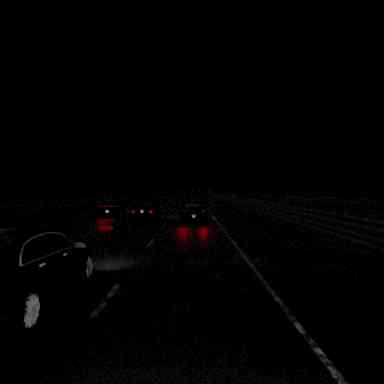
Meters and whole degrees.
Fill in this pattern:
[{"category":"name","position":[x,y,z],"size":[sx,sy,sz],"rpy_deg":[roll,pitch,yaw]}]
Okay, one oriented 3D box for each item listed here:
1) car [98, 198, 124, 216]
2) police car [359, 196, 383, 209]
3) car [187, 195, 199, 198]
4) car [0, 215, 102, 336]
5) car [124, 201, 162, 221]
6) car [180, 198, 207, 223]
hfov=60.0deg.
[{"category":"car","position":[-6.889,1.312,29.459],"size":[1.837,1.490,4.892],"rpy_deg":[0,0,0]},{"category":"police car","position":[23.710,1.329,42.719],"size":[1.930,1.638,5.238],"rpy_deg":[0,0,-21]},{"category":"car","position":[0.117,1.096,40.657],"size":[2.097,1.767,4.553],"rpy_deg":[0,0,0]},{"category":"car","position":[-3.398,1.457,6.565],"size":[1.837,1.490,4.892],"rpy_deg":[0,0,0]},{"category":"car","position":[-3.390,1.379,25.098],"size":[2.033,1.411,5.357],"rpy_deg":[0,0,0]},{"category":"car","position":[0.109,1.366,23.662],"size":[1.812,1.442,4.674],"rpy_deg":[0,0,0]}]
